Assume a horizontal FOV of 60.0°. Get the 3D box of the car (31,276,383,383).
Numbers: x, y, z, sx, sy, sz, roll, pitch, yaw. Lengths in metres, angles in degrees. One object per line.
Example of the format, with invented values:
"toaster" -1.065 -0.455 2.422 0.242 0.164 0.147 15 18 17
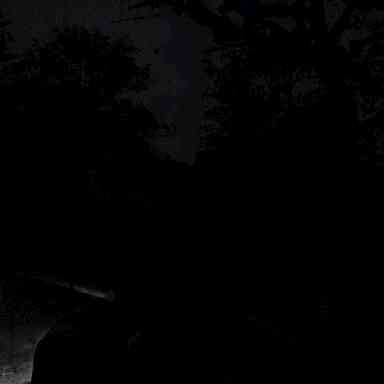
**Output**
"car" 0.340 1.563 3.136 4.181 1.385 1.994 0 0 35
